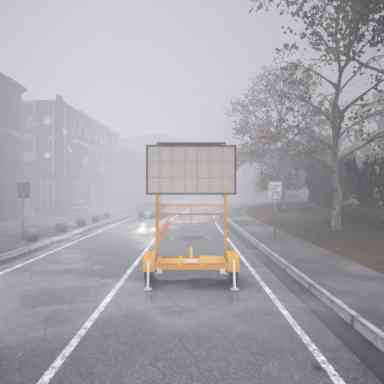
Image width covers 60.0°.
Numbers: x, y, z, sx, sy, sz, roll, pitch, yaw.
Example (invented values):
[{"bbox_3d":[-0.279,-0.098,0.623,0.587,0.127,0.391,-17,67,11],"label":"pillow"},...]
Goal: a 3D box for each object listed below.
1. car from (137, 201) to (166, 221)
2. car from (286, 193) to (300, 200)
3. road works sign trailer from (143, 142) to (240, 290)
[{"bbox_3d":[-3.252,1.499,27.456,2.128,1.511,4.902,0,0,3],"label":"car"},{"bbox_3d":[22.533,0.967,75.815,4.902,1.511,2.128,-2,0,-33],"label":"car"},{"bbox_3d":[-0.022,0.467,9.028,2.380,3.560,2.880,0,0,0],"label":"road works sign trailer"}]
